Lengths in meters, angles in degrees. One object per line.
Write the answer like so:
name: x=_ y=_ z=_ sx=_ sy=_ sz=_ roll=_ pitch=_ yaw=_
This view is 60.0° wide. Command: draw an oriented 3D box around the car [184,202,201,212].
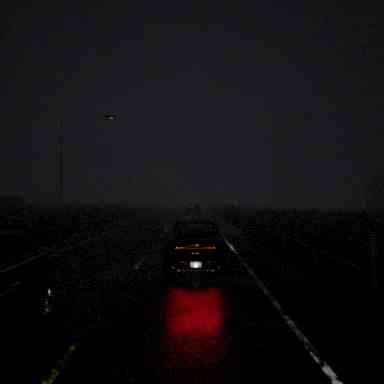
car: x=0.092 y=2.026 z=41.848 sx=2.128 sy=1.511 sz=4.902 roll=0 pitch=-1 yaw=0

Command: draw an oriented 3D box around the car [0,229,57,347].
car: x=-3.599 y=1.409 z=4.397 sx=2.097 sy=1.767 sz=4.553 roll=0 pitch=-1 yaw=0

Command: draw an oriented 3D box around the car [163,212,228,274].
car: x=0.098 y=1.649 z=11.095 sx=1.837 sy=1.490 sz=4.892 roll=0 pitch=0 yaw=0
